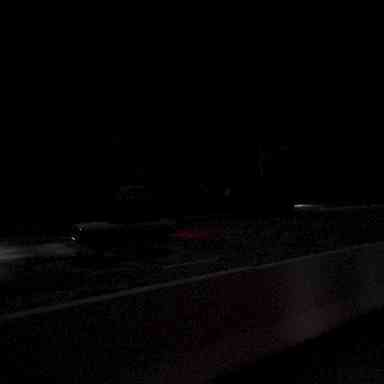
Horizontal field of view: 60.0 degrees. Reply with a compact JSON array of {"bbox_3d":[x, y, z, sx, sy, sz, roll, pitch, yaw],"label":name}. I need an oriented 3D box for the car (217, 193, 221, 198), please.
[{"bbox_3d":[5.427,0.876,70.310,1.994,1.385,4.181,-1,1,-6],"label":"car"}]

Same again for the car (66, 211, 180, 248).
[{"bbox_3d":[-2.985,1.542,14.735,4.718,1.301,1.895,-1,1,-35],"label":"car"}]

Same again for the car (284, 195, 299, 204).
[{"bbox_3d":[12.062,1.034,46.020,2.033,1.411,5.357,-1,1,-35],"label":"car"}]

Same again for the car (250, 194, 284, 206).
[{"bbox_3d":[9.067,1.086,44.196,2.033,1.411,5.357,-1,1,-35],"label":"car"}]
